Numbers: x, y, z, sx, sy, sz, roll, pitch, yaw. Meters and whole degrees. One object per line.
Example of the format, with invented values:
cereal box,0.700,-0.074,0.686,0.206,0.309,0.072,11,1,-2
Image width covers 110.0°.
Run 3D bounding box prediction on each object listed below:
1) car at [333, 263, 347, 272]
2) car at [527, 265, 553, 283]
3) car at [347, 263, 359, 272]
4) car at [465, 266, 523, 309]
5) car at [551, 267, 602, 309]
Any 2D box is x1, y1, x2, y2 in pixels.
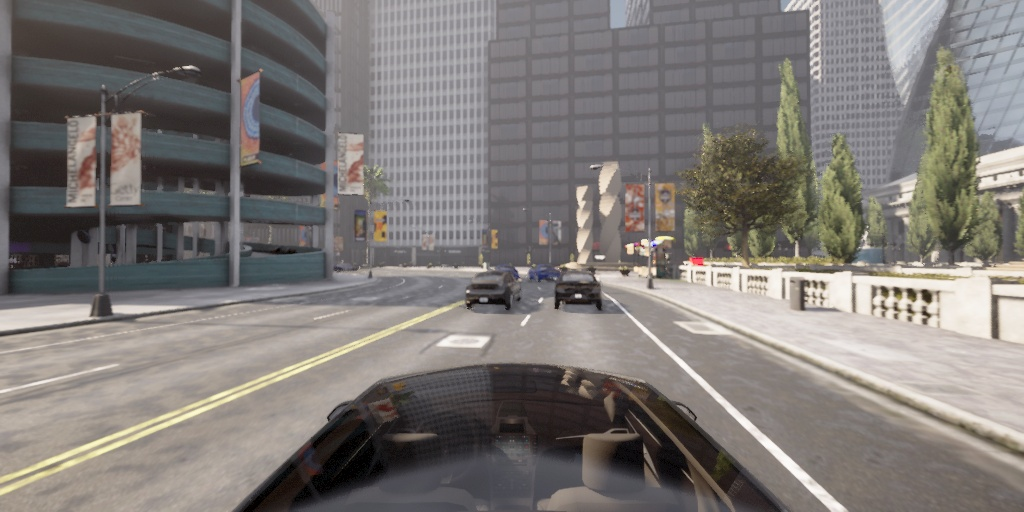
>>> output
car,-28.639,1.872,55.732,4.718,1.301,1.895,0,-1,22
car,2.759,1.522,32.347,1.882,1.535,5.008,0,0,-11
car,-27.324,1.867,58.947,4.181,1.385,1.994,0,-1,23
car,-0.699,1.393,15.764,1.837,1.490,4.892,0,0,9
car,2.858,1.364,15.936,1.882,1.535,5.008,0,0,8
